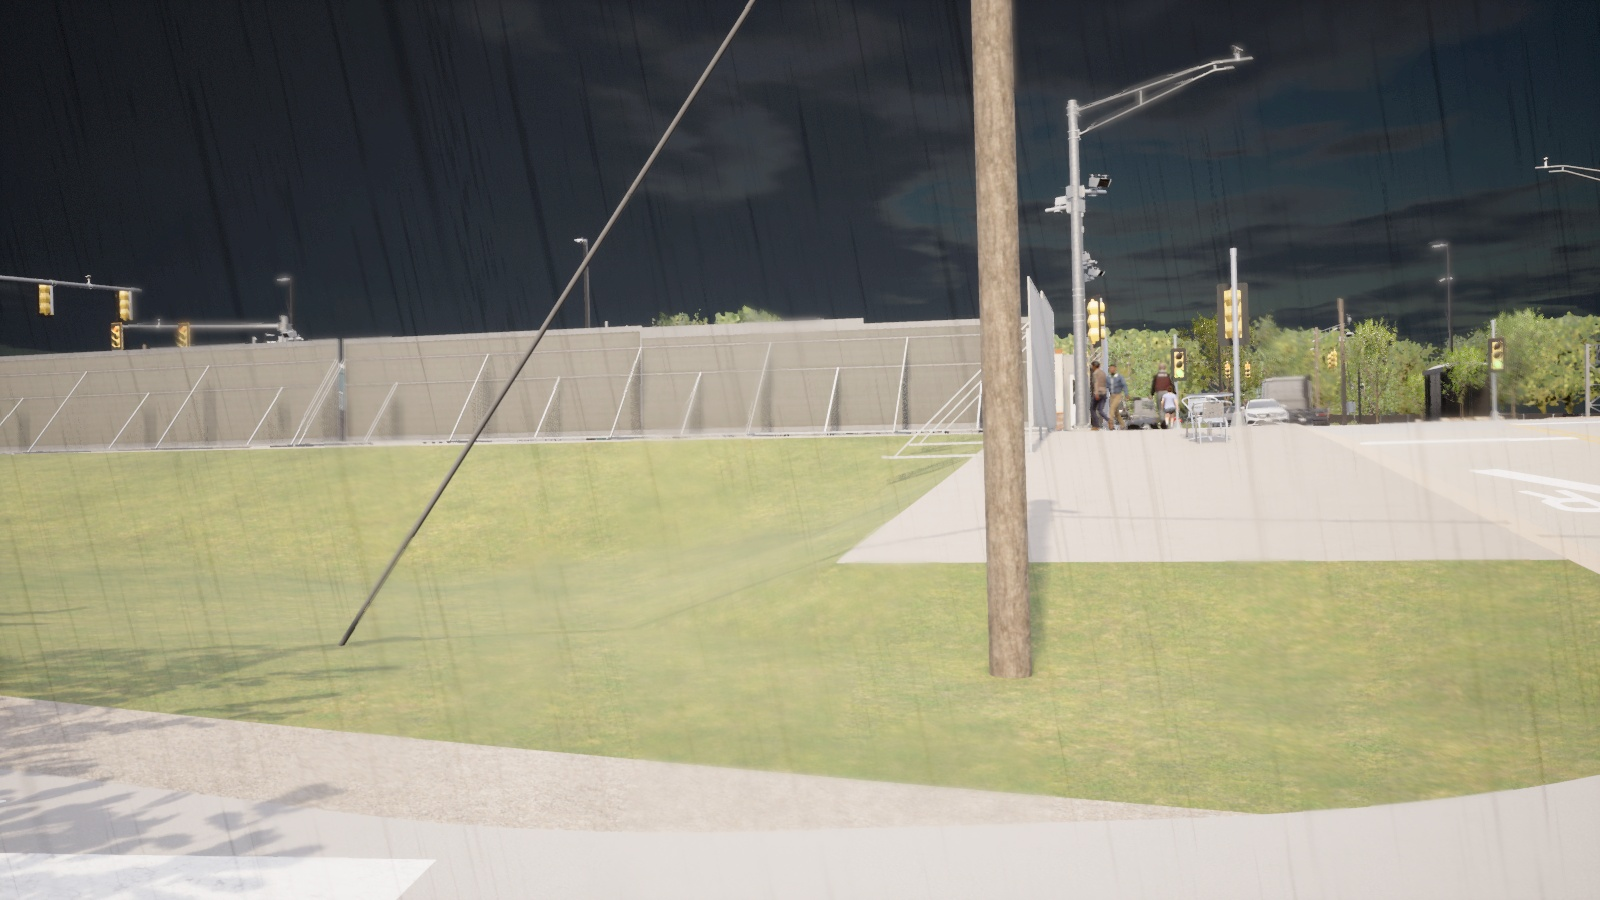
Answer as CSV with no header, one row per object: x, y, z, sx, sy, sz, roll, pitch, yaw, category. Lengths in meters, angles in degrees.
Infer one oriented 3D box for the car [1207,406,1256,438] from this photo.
24.708,-1.590,72.028,2.242,1.667,4.611,-1,0,14,car

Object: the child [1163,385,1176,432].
8.829,-0.987,29.969,0.255,1.110,0.394,-1,0,19,child

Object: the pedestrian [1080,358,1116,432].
7.419,-1.349,31.269,0.328,1.805,0.869,-1,0,-32,pedestrian

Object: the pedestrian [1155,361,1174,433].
9.542,-1.389,32.916,0.376,1.854,0.720,-1,0,11,pedestrian

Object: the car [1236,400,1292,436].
20.677,-1.396,56.103,1.812,1.442,4.674,-1,0,14,car

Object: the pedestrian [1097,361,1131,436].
8.336,-1.363,33.318,0.788,1.949,0.423,-1,0,-34,pedestrian

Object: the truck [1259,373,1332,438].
28.998,-2.507,73.825,2.891,3.462,7.936,-1,0,14,truck
